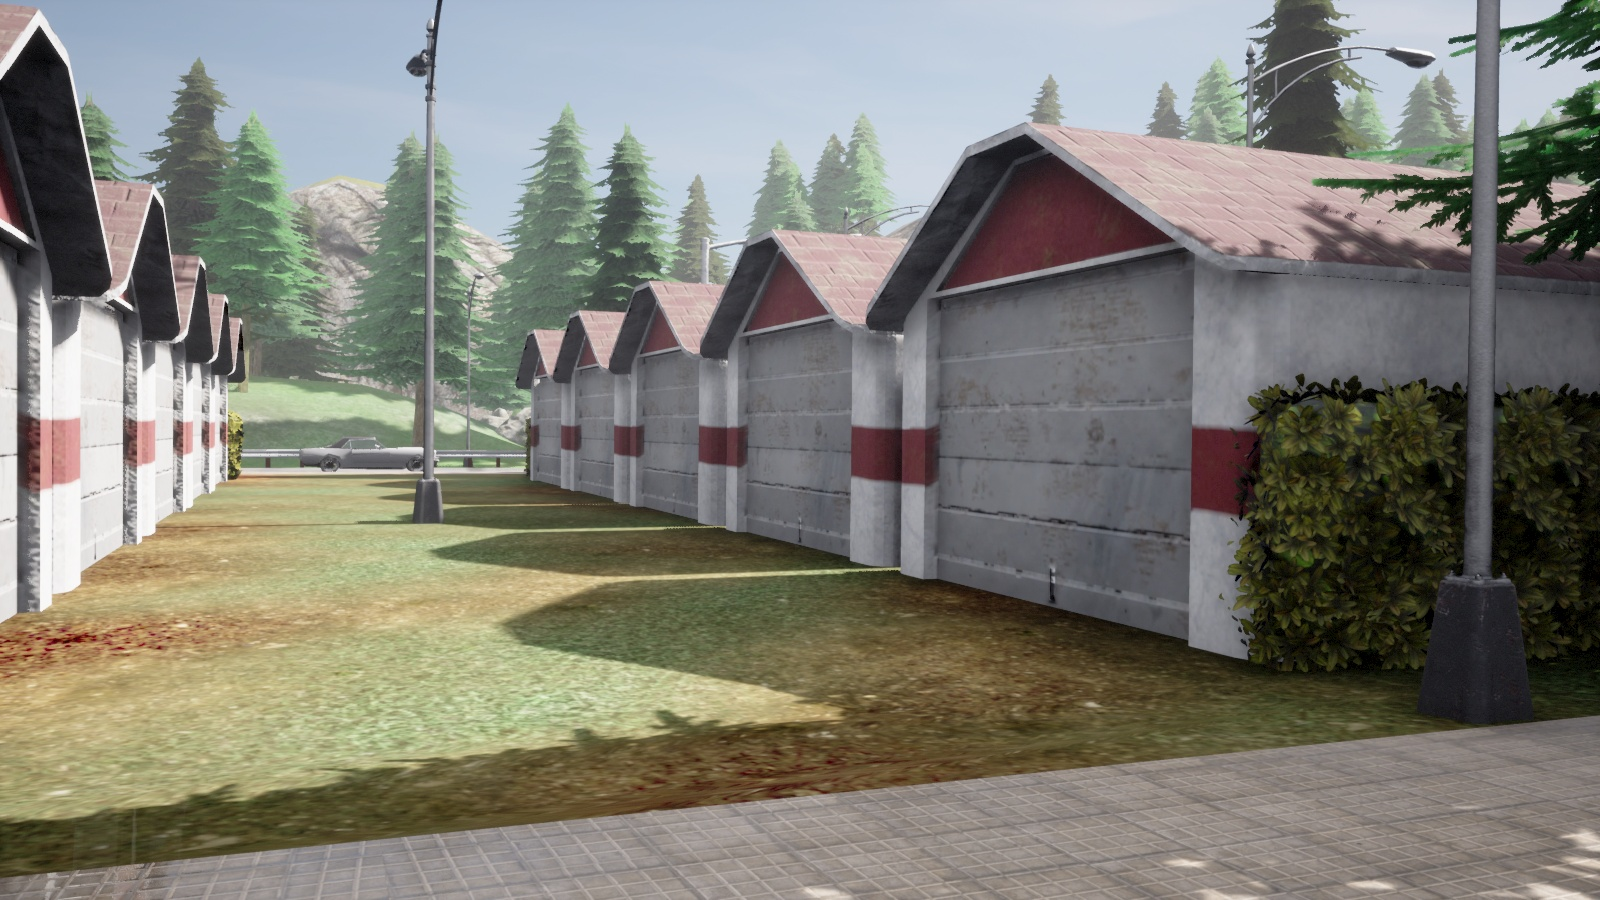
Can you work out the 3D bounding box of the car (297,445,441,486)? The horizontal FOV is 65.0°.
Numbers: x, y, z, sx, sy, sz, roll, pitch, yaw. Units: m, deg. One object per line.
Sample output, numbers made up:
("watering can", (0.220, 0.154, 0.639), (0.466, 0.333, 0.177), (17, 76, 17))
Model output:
("car", (-15.294, 0.516, 44.639), (4.718, 1.301, 1.895), (-1, 1, -20))
